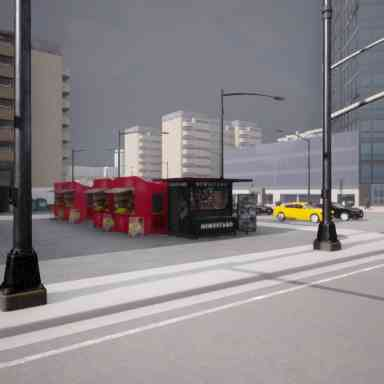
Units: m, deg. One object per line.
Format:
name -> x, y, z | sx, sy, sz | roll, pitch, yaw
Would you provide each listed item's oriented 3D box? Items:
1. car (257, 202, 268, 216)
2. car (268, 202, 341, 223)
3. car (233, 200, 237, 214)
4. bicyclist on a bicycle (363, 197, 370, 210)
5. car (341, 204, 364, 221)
car -> 6.774, 1.778, 35.843 | 1.994, 1.385, 4.181 | 0, -1, -36
car -> 8.952, 1.589, 26.846 | 1.882, 1.535, 5.008 | 0, -1, -38
car -> 3.130, 1.455, 34.914 | 2.150, 2.045, 5.566 | 0, -1, -36
bicyclist on a bicycle -> 22.311, 1.466, 42.485 | 1.656, 1.620, 0.582 | 0, 0, -36
car -> 12.056, 1.587, 28.562 | 1.882, 1.535, 5.008 | 0, -1, -36
